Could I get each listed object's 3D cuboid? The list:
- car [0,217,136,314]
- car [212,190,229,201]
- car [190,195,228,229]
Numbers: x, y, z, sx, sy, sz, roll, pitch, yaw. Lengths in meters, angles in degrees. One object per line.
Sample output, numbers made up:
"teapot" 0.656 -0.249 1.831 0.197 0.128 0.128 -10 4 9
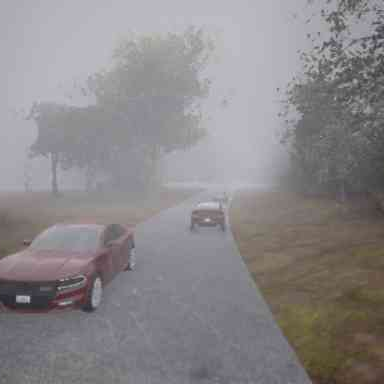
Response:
"car" -2.643 1.433 7.893 1.882 1.535 5.008 1 1 2
"car" 3.411 0.447 40.138 1.994 1.385 4.181 1 3 8
"car" 0.993 1.232 19.705 1.882 1.535 5.008 0 2 5
